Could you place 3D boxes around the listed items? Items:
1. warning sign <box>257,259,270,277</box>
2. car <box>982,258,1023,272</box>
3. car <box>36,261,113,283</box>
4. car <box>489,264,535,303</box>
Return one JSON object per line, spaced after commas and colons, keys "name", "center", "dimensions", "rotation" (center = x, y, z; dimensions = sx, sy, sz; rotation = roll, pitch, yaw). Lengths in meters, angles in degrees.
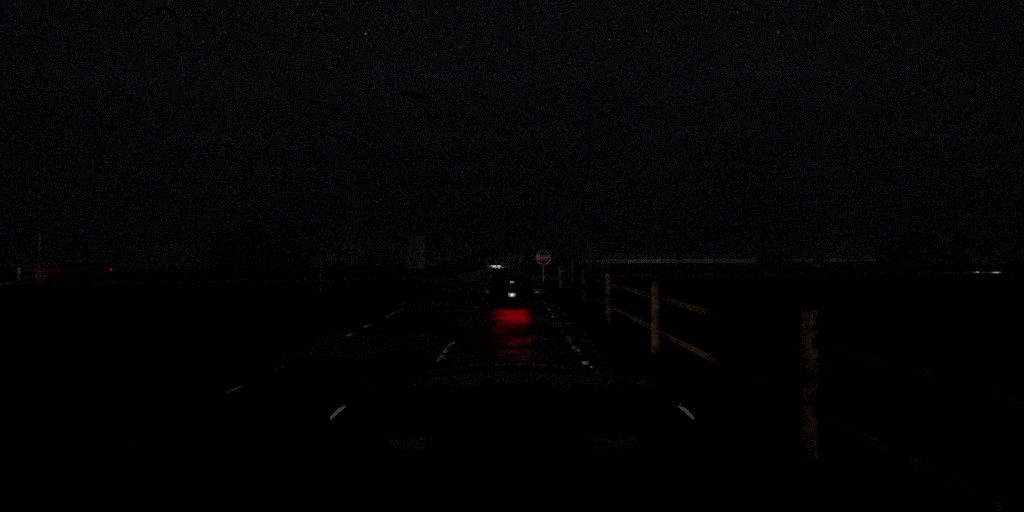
{"name": "warning sign", "center": [-25.791, 1.245, 37.142], "dimensions": [1.060, 1.860, 1.300], "rotation": [0, 0, -1]}
{"name": "car", "center": [49.158, 0.903, 35.483], "dimensions": [4.181, 1.385, 1.994], "rotation": [-1, -1, -1]}
{"name": "car", "center": [-41.987, 1.524, 34.540], "dimensions": [5.566, 2.045, 2.150], "rotation": [-1, -1, -1]}
{"name": "car", "center": [0.000, 1.273, 16.503], "dimensions": [1.837, 1.490, 4.892], "rotation": [0, 0, 0]}
